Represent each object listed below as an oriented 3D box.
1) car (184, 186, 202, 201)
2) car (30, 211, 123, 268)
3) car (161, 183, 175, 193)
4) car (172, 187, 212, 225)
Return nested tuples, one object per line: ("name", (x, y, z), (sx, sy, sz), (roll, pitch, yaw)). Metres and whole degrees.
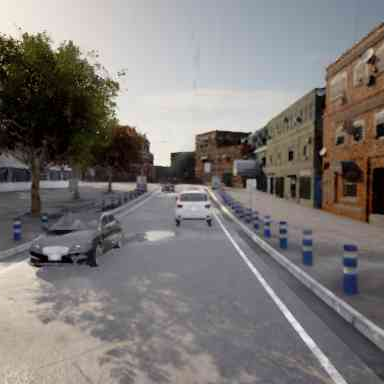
("car", (0.101, 0.132, 40.083), (2.033, 1.411, 5.357), (0, 4, 0))
("car", (-3.599, 1.419, 11.164), (2.128, 1.511, 4.902), (0, 1, 0))
("car", (-3.593, -0.612, 50.681), (1.994, 1.385, 4.181), (0, 4, 0))
("car", (0.100, 0.874, 21.215), (2.150, 2.045, 5.566), (0, 2, 0))
